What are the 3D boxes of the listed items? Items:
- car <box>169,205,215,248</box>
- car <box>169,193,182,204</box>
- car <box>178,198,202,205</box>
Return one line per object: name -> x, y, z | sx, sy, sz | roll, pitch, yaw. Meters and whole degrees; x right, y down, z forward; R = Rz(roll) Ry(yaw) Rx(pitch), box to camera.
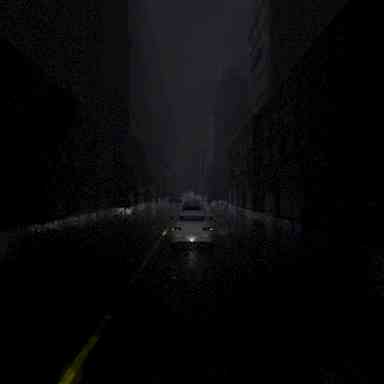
car -> 0.001, 1.531, 14.651 | 1.812, 1.442, 4.674 | 0, 0, 0
car -> -2.999, 1.293, 61.621 | 2.150, 2.045, 5.566 | 0, 0, 0
car -> 0.001, 1.527, 29.651 | 1.812, 1.442, 4.674 | 0, 0, 0
